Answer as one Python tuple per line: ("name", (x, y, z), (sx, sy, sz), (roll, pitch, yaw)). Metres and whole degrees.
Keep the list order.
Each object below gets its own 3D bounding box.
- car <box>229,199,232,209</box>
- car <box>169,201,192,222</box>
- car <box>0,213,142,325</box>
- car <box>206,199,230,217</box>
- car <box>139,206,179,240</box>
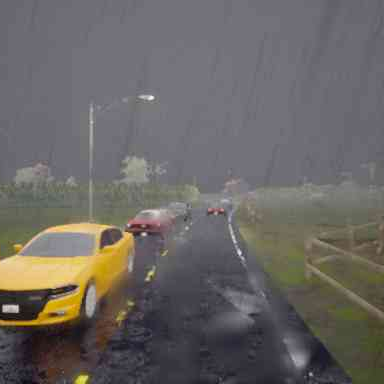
("car", (4.704, 1.647, 47.084), (1.812, 1.442, 4.674), (0, 0, 10))
("car", (-1.078, 1.558, 27.399), (1.837, 1.490, 4.892), (0, 0, 7))
("car", (-2.611, 1.483, 7.470), (1.882, 1.535, 5.008), (0, 0, 2))
("car", (2.537, 1.683, 33.071), (1.895, 1.301, 4.718), (0, 0, 8))
("car", (-2.036, 1.631, 17.410), (1.895, 1.301, 4.718), (0, 0, 5))
